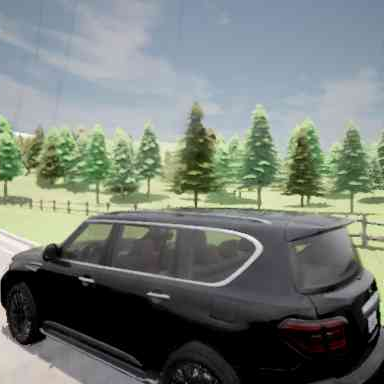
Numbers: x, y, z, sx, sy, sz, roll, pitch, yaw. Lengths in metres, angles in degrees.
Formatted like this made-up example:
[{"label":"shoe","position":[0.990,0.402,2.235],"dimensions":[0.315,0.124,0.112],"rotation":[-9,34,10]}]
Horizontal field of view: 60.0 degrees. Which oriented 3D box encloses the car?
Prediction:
[{"label":"car","position":[-0.500,1.232,4.621],"dimensions":[5.566,2.045,2.150],"rotation":[0,0,38]}]
